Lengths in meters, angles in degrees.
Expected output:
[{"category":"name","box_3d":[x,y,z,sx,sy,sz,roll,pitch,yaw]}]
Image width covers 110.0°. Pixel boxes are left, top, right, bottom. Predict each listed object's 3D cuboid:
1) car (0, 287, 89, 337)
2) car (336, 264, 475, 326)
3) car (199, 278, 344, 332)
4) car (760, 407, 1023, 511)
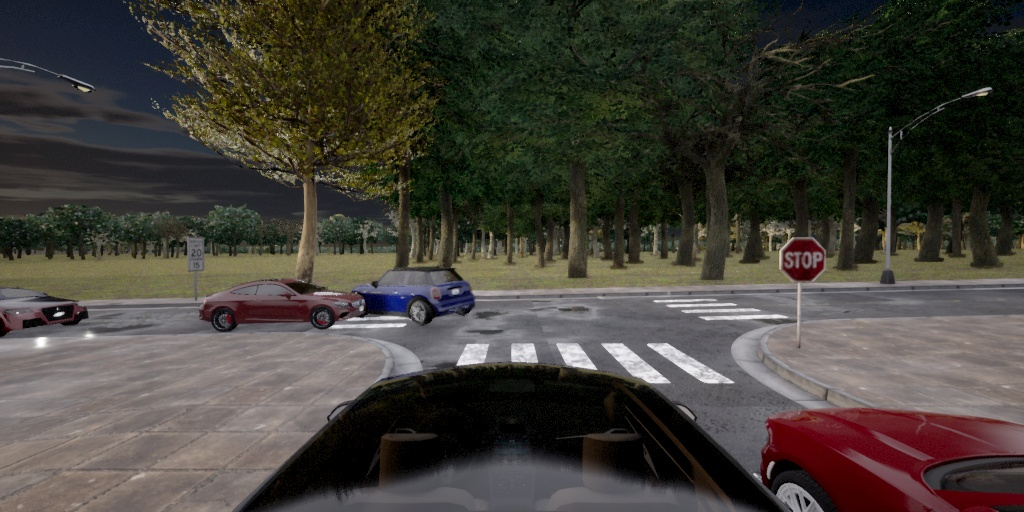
[{"category":"car","box_3d":[-16.145,1.690,11.187,4.181,1.385,1.994,-1,1,0]},{"category":"car","box_3d":[-3.545,1.152,12.179,4.553,1.767,2.097,-1,2,32]},{"category":"car","box_3d":[-7.034,1.431,11.190,4.674,1.442,1.812,-1,1,0]},{"category":"car","box_3d":[2.636,1.295,0.751,1.888,1.381,4.507,0,0,0]}]
